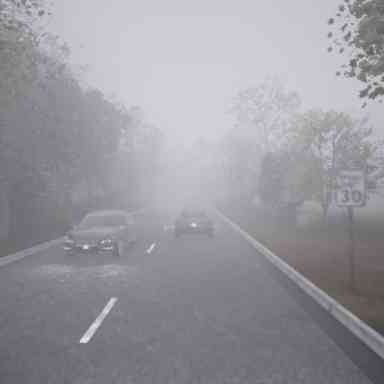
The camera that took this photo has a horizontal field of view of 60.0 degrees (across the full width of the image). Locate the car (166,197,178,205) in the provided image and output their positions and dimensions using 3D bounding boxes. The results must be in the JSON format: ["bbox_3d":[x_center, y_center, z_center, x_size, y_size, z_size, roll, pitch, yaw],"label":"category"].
[{"bbox_3d":[-3.352,1.516,55.750,1.895,1.301,4.718,0,0,-8],"label":"car"}]

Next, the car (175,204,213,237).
[{"bbox_3d":[0.096,1.559,18.145,1.994,1.385,4.181,0,0,0],"label":"car"}]

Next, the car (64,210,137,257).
[{"bbox_3d":[-3.352,1.502,12.927,1.837,1.490,4.892,0,0,0],"label":"car"}]

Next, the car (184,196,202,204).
[{"bbox_3d":[0.091,1.316,40.692,2.097,1.767,4.553,0,0,0],"label":"car"}]
